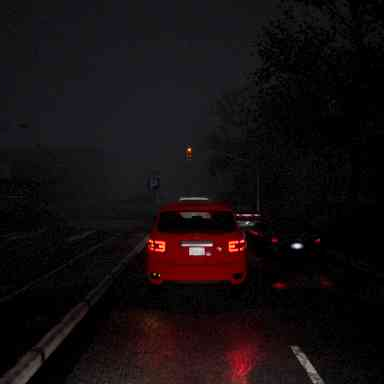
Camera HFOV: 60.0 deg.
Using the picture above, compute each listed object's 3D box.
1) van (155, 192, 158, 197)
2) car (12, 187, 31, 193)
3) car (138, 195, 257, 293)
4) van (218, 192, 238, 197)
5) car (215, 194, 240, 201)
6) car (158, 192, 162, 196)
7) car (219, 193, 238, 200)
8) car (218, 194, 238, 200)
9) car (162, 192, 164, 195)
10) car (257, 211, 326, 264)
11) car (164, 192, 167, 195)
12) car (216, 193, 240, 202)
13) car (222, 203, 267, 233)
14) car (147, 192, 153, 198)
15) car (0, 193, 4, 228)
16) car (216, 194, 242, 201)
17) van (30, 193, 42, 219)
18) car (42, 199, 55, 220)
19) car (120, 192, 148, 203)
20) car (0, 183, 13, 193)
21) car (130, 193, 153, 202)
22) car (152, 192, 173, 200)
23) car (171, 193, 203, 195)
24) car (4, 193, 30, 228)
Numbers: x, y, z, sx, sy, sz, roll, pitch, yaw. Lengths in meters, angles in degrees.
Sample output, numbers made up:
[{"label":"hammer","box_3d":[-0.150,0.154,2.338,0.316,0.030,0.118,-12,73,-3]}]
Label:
[{"label":"van","box_3d":[-10.370,1.094,73.996,4.442,1.987,1.878,-1,0,-14]},{"label":"car","box_3d":[-28.263,0.138,55.849,2.002,1.452,4.674,6,-3,-19]},{"label":"car","box_3d":[0.088,1.230,9.044,2.150,2.045,5.566,0,0,0]},{"label":"van","box_3d":[7.165,1.044,67.638,4.442,1.987,1.878,1,0,-14]},{"label":"car","box_3d":[8.051,1.259,76.454,5.366,1.575,1.946,1,0,-13]},{"label":"car","box_3d":[-10.148,1.323,76.968,4.892,1.521,2.231,-1,0,-14]},{"label":"car","box_3d":[9.308,1.130,85.311,4.553,1.767,2.185,1,0,-12]},{"label":"car","box_3d":[8.947,1.299,82.380,4.674,1.452,2.002,1,0,-12]},{"label":"car","box_3d":[-9.780,1.360,79.964,4.674,1.452,2.002,-1,0,-13]},{"label":"car","box_3d":[3.096,1.577,11.836,1.994,1.385,4.181,0,0,0]},{"label":"car","box_3d":[-9.414,1.360,82.966,4.674,1.452,2.002,-1,0,-13]},{"label":"car","box_3d":[7.543,1.143,70.608,4.553,1.767,2.185,1,0,-14]},{"label":"car","box_3d":[3.135,1.519,21.006,2.128,1.511,4.902,0,0,0]},{"label":"car","box_3d":[-10.919,1.316,68.003,5.366,1.575,1.946,-1,0,-15]},{"label":"car","box_3d":[-13.823,1.264,18.149,5.566,2.045,2.435,-1,0,-20]},{"label":"car","box_3d":[8.074,1.265,73.602,5.366,1.575,1.946,1,0,-13]},{"label":"van","box_3d":[-13.645,1.298,24.222,4.442,1.987,1.878,-1,0,-20]},{"label":"car","box_3d":[-13.675,1.405,27.200,4.553,1.767,2.185,-1,0,-19]},{"label":"car","box_3d":[-11.558,1.359,65.010,4.792,1.488,2.163,-1,0,-15]},{"label":"car","box_3d":[-31.257,-0.424,55.904,2.435,2.045,5.566,6,-3,-19]},{"label":"car","box_3d":[-10.830,1.197,70.955,4.553,1.767,2.185,-1,0,-14]},{"label":"car","box_3d":[-8.164,1.066,91.956,5.566,2.045,2.435,-1,0,-12]},{"label":"car","box_3d":[0.120,1.247,19.402,2.150,2.045,5.566,0,0,0]},{"label":"car","box_3d":[-13.755,1.269,21.186,5.566,2.045,2.435,-1,0,-20]}]
